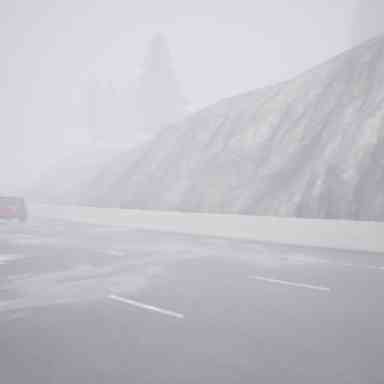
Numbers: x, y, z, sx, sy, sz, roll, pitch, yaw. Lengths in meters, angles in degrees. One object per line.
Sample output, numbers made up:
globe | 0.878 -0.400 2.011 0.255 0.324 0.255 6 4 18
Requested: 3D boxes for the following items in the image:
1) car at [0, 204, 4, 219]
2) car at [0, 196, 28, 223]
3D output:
car | -13.307 1.579 19.737 4.902 1.511 2.128 0 0 43
car | -14.668 1.349 25.817 2.150 2.045 5.566 0 -1 -45
